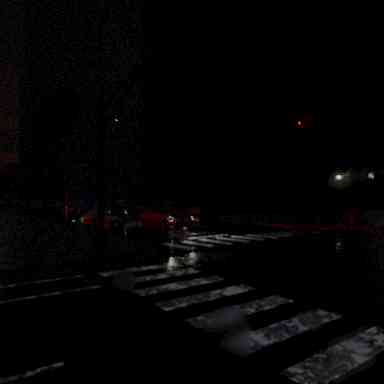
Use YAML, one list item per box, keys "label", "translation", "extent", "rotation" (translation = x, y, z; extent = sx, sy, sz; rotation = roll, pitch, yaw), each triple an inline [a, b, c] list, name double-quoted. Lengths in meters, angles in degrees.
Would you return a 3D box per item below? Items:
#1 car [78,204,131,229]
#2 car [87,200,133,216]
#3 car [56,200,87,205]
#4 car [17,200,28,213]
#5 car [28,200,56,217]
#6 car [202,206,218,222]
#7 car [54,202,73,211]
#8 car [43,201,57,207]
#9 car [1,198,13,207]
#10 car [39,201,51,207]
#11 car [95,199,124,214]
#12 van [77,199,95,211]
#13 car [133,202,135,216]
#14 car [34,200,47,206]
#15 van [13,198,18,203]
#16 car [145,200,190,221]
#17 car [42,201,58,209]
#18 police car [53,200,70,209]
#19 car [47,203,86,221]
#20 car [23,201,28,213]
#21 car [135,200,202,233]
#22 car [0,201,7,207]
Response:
- label: "car"
  translation: [-6.491, 1.889, 24.226]
  extent: [1.752, 1.417, 4.829]
  rotation: [-1, 0, -35]
- label: "car"
  translation: [-7.585, 1.795, 30.385]
  extent: [2.097, 1.767, 4.553]
  rotation: [0, -1, -35]
- label: "car"
  translation: [-14.307, 2.092, 39.869]
  extent: [2.128, 1.511, 4.902]
  rotation: [0, -1, -35]
- label: "car"
  translation: [-23.566, 2.203, 48.265]
  extent: [1.967, 1.590, 4.097]
  rotation: [-1, 0, -35]
- label: "car"
  translation: [-17.910, 1.946, 40.299]
  extent: [2.192, 1.841, 5.009]
  rotation: [-1, 0, -35]
- label: "car"
  translation: [0.369, 1.919, 29.293]
  extent: [1.887, 1.381, 4.507]
  rotation: [-1, 0, -35]
- label: "car"
  translation: [-21.337, 2.391, 55.261]
  extent: [1.994, 1.385, 4.181]
  rotation: [0, -1, -35]
- label: "car"
  translation: [-31.938, 2.686, 74.778]
  extent: [1.947, 1.339, 4.313]
  rotation: [-1, 0, -35]
- label: "car"
  translation: [-41.497, 2.713, 73.514]
  extent: [1.887, 1.381, 4.507]
  rotation: [-1, 0, -35]
- label: "car"
  translation: [-34.951, 2.752, 79.021]
  extent: [1.947, 1.339, 4.313]
  rotation: [-1, 0, -35]
- label: "car"
  translation: [-11.398, 1.966, 45.898]
  extent: [2.192, 1.841, 5.009]
  rotation: [-1, 0, -35]
- label: "van"
  translation: [-17.280, 2.128, 54.199]
  extent: [1.690, 1.788, 3.998]
  rotation: [-1, 0, -35]
- label: "car"
  translation: [-5.512, 2.095, 37.595]
  extent: [1.802, 1.307, 4.206]
  rotation: [-1, 0, -35]
- label: "car"
  translation: [-37.963, 2.801, 83.262]
  extent: [2.008, 1.369, 4.403]
  rotation: [-1, 0, -35]
- label: "van"
  translation: [-26.397, 2.169, 52.249]
  extent: [1.690, 1.788, 3.998]
  rotation: [-1, 0, -35]
- label: "car"
  translation: [-2.576, 1.759, 33.445]
  extent: [2.192, 1.841, 5.009]
  rotation: [-1, 0, -35]
- label: "car"
  translation: [-27.091, 2.464, 63.371]
  extent: [1.837, 1.490, 4.892]
  rotation: [0, -1, -35]
- label: "police car"
  translation: [-25.664, 2.396, 65.277]
  extent: [1.930, 1.638, 5.238]
  rotation: [0, -1, -35]
- label: "car"
  translation: [-12.248, 2.050, 32.331]
  extent: [2.008, 1.369, 4.403]
  rotation: [-1, 0, -35]
- label: "car"
  translation: [-20.735, 2.242, 44.282]
  extent: [1.887, 1.381, 4.507]
  rotation: [-1, 0, -35]
- label: "car"
  translation: [-1.692, 1.656, 22.023]
  extent: [2.097, 1.767, 4.553]
  rotation: [0, -1, -34]
- label: "car"
  translation: [-44.609, 2.817, 77.898]
  extent: [1.802, 1.307, 4.206]
  rotation: [-1, 0, -35]
